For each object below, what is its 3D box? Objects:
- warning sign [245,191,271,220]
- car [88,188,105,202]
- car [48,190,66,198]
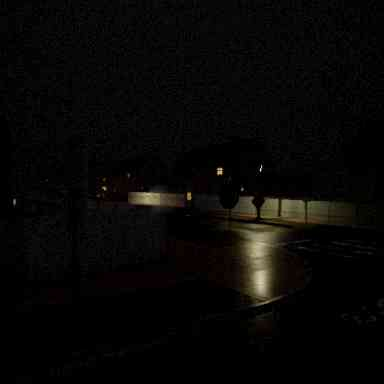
[{"bbox_3d":[4.397,0.875,22.163,1.300,1.860,1.060,-1,0,-36],"label":"warning sign"},{"bbox_3d":[-12.716,0.523,41.740,2.150,2.045,5.566,1,1,-36],"label":"car"},{"bbox_3d":[-22.539,0.423,55.318,2.097,1.767,4.553,1,0,-36],"label":"car"}]
